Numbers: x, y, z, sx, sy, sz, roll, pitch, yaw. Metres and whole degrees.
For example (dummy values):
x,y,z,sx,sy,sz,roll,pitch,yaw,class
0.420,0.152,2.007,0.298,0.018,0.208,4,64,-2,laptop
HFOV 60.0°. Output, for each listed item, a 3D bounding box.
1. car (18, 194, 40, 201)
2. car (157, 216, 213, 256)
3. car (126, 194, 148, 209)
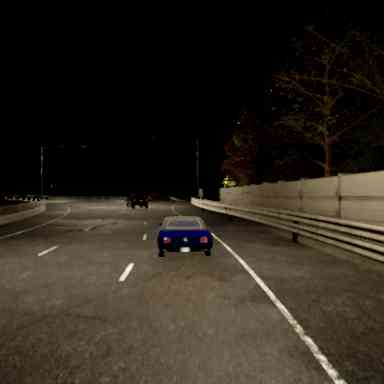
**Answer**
x,y,z,sx,sy,sz,roll,pitch,yaw,class
-40.882,1.573,83.299,4.902,1.511,2.128,0,0,43,car
-0.365,1.610,13.148,1.895,1.301,4.718,0,0,-4,car
-7.572,1.251,45.765,2.150,2.045,5.566,0,0,-21,car
